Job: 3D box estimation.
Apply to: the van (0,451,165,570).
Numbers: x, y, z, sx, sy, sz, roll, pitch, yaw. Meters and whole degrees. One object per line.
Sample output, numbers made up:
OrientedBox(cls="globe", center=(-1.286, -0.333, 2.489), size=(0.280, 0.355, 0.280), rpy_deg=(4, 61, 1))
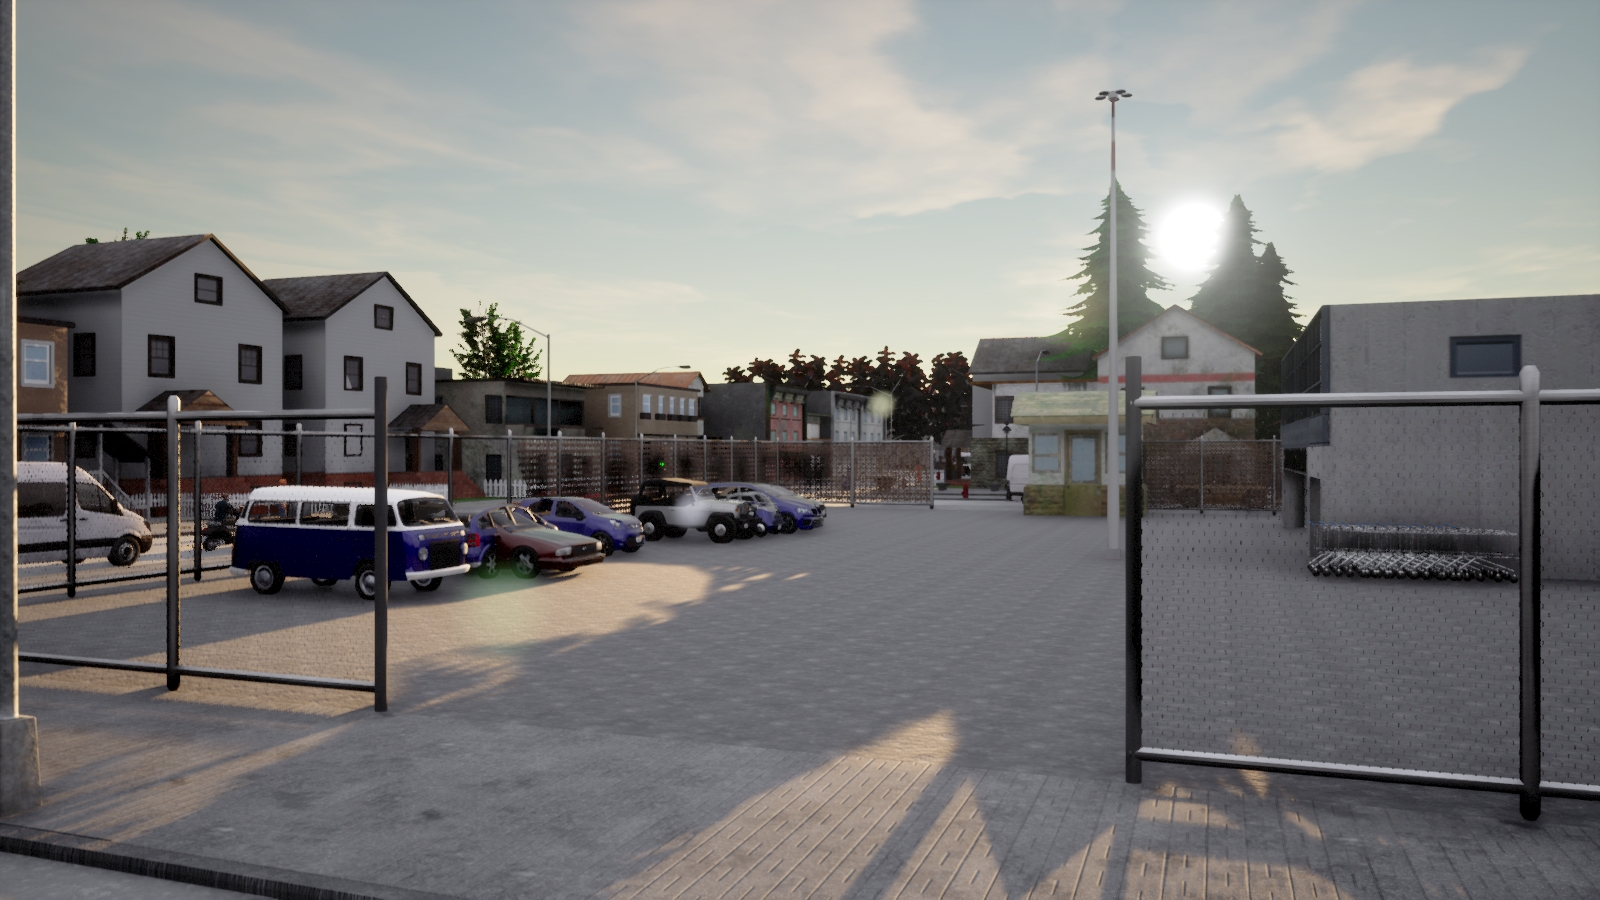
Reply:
OrientedBox(cls="van", center=(-17.854, 1.319, 26.182), size=(1.988, 2.561, 5.915), rpy_deg=(0, 0, 20))

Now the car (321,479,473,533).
OrientedBox(cls="car", center=(-13.414, 1.818, 38.414), size=(2.097, 1.535, 5.006), rpy_deg=(0, 0, 20))

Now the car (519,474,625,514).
OrientedBox(cls="car", center=(-9.640, 1.846, 48.786), size=(2.231, 1.480, 4.892), rpy_deg=(0, 0, 20))

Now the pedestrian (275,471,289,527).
OrientedBox(cls="pedestrian", center=(-17.455, 1.633, 38.480), size=(0.375, 1.860, 0.375), rpy_deg=(0, 0, -17))
